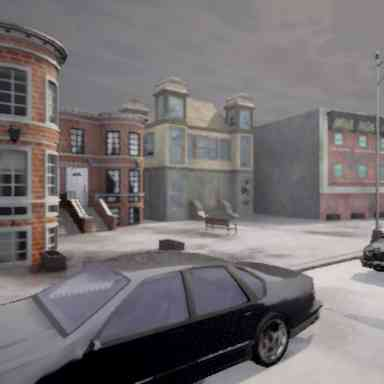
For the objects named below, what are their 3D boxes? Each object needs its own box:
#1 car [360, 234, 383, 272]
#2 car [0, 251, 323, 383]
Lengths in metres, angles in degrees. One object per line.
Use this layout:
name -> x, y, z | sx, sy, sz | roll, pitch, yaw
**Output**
car -> 7.081, 1.522, 9.699 | 5.357, 1.411, 2.033 | 0, 0, -36
car -> -0.554, 1.543, 4.209 | 5.357, 1.411, 2.033 | 0, 0, -36
